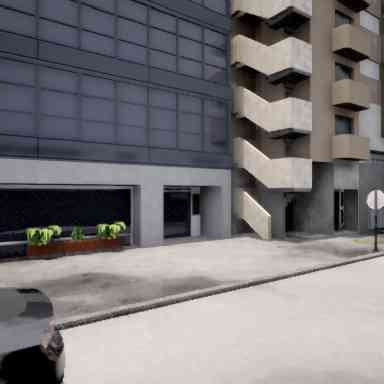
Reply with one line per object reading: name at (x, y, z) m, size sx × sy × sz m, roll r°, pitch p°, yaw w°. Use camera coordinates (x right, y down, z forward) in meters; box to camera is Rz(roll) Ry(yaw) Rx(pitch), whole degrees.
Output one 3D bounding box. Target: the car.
car at (-3.433, 1.491, 2.183) m, size 4.902 × 1.511 × 2.128 m, roll 0°, pitch 0°, yaw -35°
